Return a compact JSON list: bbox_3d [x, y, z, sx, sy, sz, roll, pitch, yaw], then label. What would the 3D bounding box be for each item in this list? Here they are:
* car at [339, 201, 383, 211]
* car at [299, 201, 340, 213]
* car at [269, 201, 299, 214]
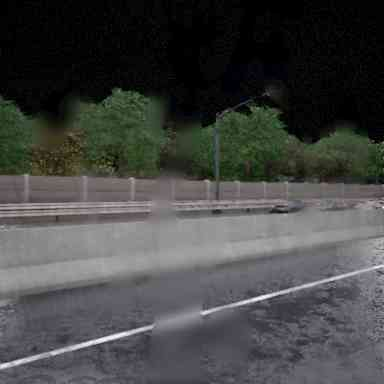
[{"bbox_3d":[14.365,1.561,27.140,4.674,1.442,1.812,0,0,-35],"label":"car"},{"bbox_3d":[12.282,1.527,29.951,4.902,1.511,2.128,0,0,-35],"label":"car"},{"bbox_3d":[10.011,1.581,32.632,5.357,1.411,2.033,0,0,-35],"label":"car"}]
